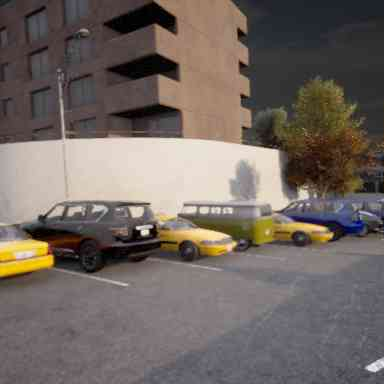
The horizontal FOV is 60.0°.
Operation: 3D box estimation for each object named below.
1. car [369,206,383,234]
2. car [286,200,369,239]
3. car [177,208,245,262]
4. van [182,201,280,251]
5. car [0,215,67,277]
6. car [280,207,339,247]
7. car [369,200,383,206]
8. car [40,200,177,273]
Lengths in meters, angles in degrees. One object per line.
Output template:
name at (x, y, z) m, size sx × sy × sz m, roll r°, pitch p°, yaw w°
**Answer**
car at (8.670, 1.752, 19.766) m, size 4.892 × 1.521 × 2.231 m, roll -1°, pitch -1°, yaw 35°
car at (6.197, 1.453, 18.048) m, size 5.566 × 2.045 × 2.435 m, roll -1°, pitch -1°, yaw 35°
car at (-0.931, 1.565, 12.691) m, size 5.366 × 1.575 × 1.946 m, roll -1°, pitch -1°, yaw 35°
van at (1.254, 1.387, 14.608) m, size 4.442 × 1.987 × 1.878 m, roll -1°, pitch -1°, yaw 35°
car at (-6.110, 1.503, 9.426) m, size 5.366 × 1.575 × 1.946 m, roll -1°, pitch -1°, yaw 35°
car at (3.939, 1.653, 16.181) m, size 5.366 × 1.575 × 1.946 m, roll -1°, pitch -2°, yaw 35°
car at (11.112, 1.547, 21.521) m, size 5.566 × 2.045 × 2.435 m, roll -1°, pitch -1°, yaw 35°
car at (-3.544, 1.283, 11.074) m, size 5.566 × 2.045 × 2.435 m, roll -1°, pitch -1°, yaw 35°
